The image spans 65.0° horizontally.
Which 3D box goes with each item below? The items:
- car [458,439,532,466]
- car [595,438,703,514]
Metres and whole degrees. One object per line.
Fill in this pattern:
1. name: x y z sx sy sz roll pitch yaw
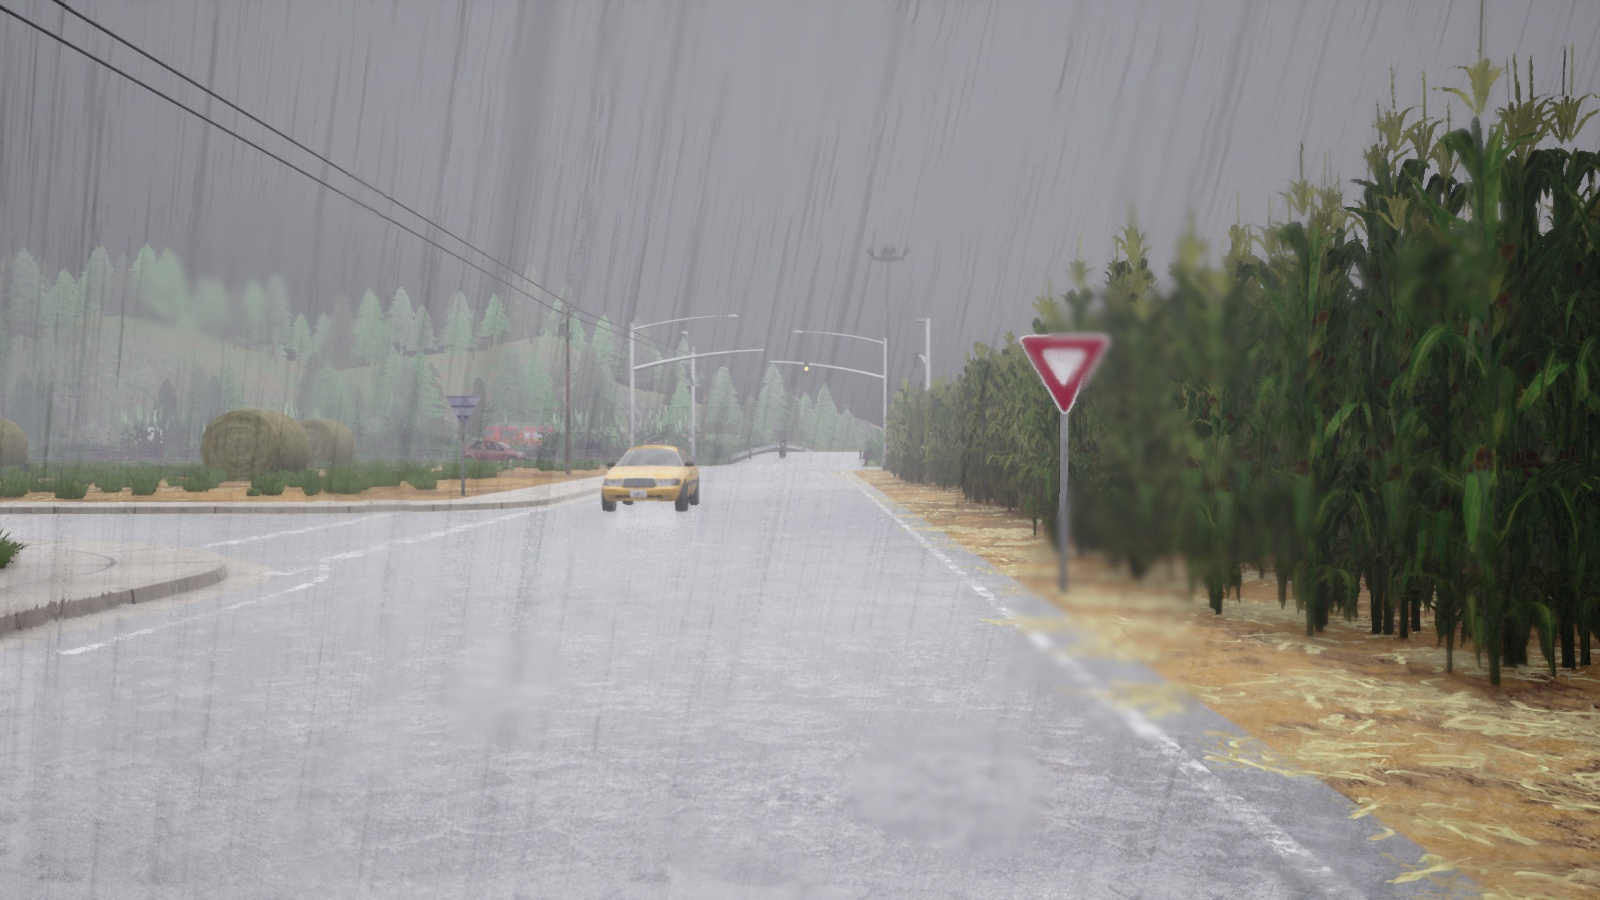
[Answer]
1. car: -18.478 0.165 76.190 3.988 1.617 1.851 0 0 3
2. car: -3.329 0.519 28.729 1.801 1.575 5.366 0 0 0
